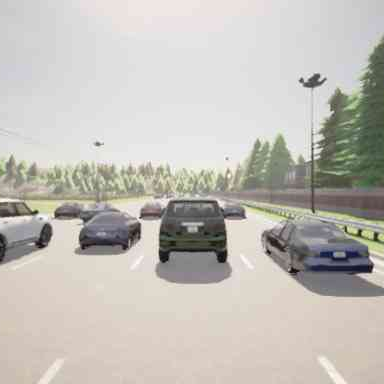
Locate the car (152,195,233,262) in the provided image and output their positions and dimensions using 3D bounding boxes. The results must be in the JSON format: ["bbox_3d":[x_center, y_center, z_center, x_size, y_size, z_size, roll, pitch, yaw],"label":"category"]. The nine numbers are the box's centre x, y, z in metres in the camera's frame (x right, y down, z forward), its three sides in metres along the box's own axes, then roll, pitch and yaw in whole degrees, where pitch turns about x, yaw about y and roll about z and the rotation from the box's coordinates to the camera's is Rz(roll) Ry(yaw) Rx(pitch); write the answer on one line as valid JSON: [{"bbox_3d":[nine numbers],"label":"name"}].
[{"bbox_3d":[0.058,1.211,12.245,2.150,2.045,5.566,0,-1,1],"label":"car"}]

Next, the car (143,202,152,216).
[{"bbox_3d":[-3.423,1.554,29.689,1.994,1.385,4.181,0,0,0],"label":"car"}]

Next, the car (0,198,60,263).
[{"bbox_3d":[-6.945,1.218,11.659,2.150,2.045,5.566,0,0,1],"label":"car"}]

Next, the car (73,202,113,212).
[{"bbox_3d":[-6.953,1.538,25.433,2.033,1.411,5.357,0,0,1],"label":"car"}]

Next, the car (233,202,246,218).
[{"bbox_3d":[3.577,1.554,29.764,1.994,1.385,4.181,0,0,0],"label":"car"}]

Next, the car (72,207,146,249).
[{"bbox_3d":[-3.424,1.559,14.614,1.994,1.385,4.181,0,0,0],"label":"car"}]

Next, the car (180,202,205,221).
[{"bbox_3d":[0.066,1.592,27.726,1.895,1.301,4.718,0,0,0],"label":"car"}]

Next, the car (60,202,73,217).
[{"bbox_3d":[-10.709,1.551,29.719,1.994,1.385,4.181,0,0,-3],"label":"car"}]

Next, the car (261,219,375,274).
[{"bbox_3d":[3.544,1.544,10.468,2.033,1.411,5.357,0,0,0],"label":"car"}]
